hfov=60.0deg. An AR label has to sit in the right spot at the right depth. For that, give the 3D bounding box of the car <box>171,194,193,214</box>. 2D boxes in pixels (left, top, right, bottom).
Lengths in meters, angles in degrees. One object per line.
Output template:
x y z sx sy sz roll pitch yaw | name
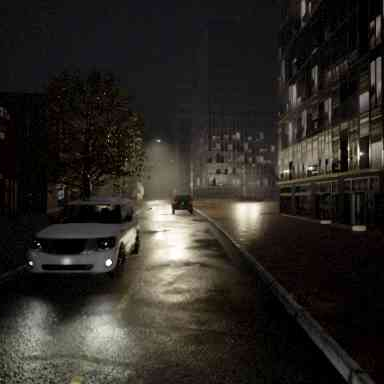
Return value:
-1.080 1.240 35.812 2.150 2.045 5.566 0 0 -3 | car

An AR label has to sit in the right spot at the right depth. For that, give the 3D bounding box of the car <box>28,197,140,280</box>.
-2.957 1.224 10.399 2.150 2.045 5.566 0 0 -2 | car

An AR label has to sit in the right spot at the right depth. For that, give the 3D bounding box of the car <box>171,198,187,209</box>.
-1.880 1.547 46.240 1.812 1.442 4.674 0 0 -7 | car

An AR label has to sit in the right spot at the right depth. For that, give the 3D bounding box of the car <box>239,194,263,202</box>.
12.145 1.232 68.659 5.009 1.841 2.192 0 -1 13 | car
